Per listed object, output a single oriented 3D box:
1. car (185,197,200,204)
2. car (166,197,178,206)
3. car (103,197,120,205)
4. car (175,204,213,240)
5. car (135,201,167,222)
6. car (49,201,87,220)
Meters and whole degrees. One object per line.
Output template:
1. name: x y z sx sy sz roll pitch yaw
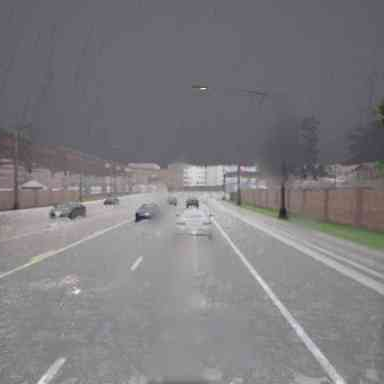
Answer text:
1. car: 0.087 1.592 51.109 1.837 1.490 4.892 0 0 0
2. car: -3.414 1.591 56.211 2.033 1.411 5.357 0 1 0
3. car: -14.016 1.577 58.376 2.033 1.411 5.357 0 1 0
4. car: 0.094 1.575 17.129 1.812 1.442 4.674 0 0 0
5. car: -3.409 1.642 27.220 1.994 1.385 4.181 0 0 0
6. car: -10.562 1.575 28.672 2.128 1.511 4.902 0 0 0
